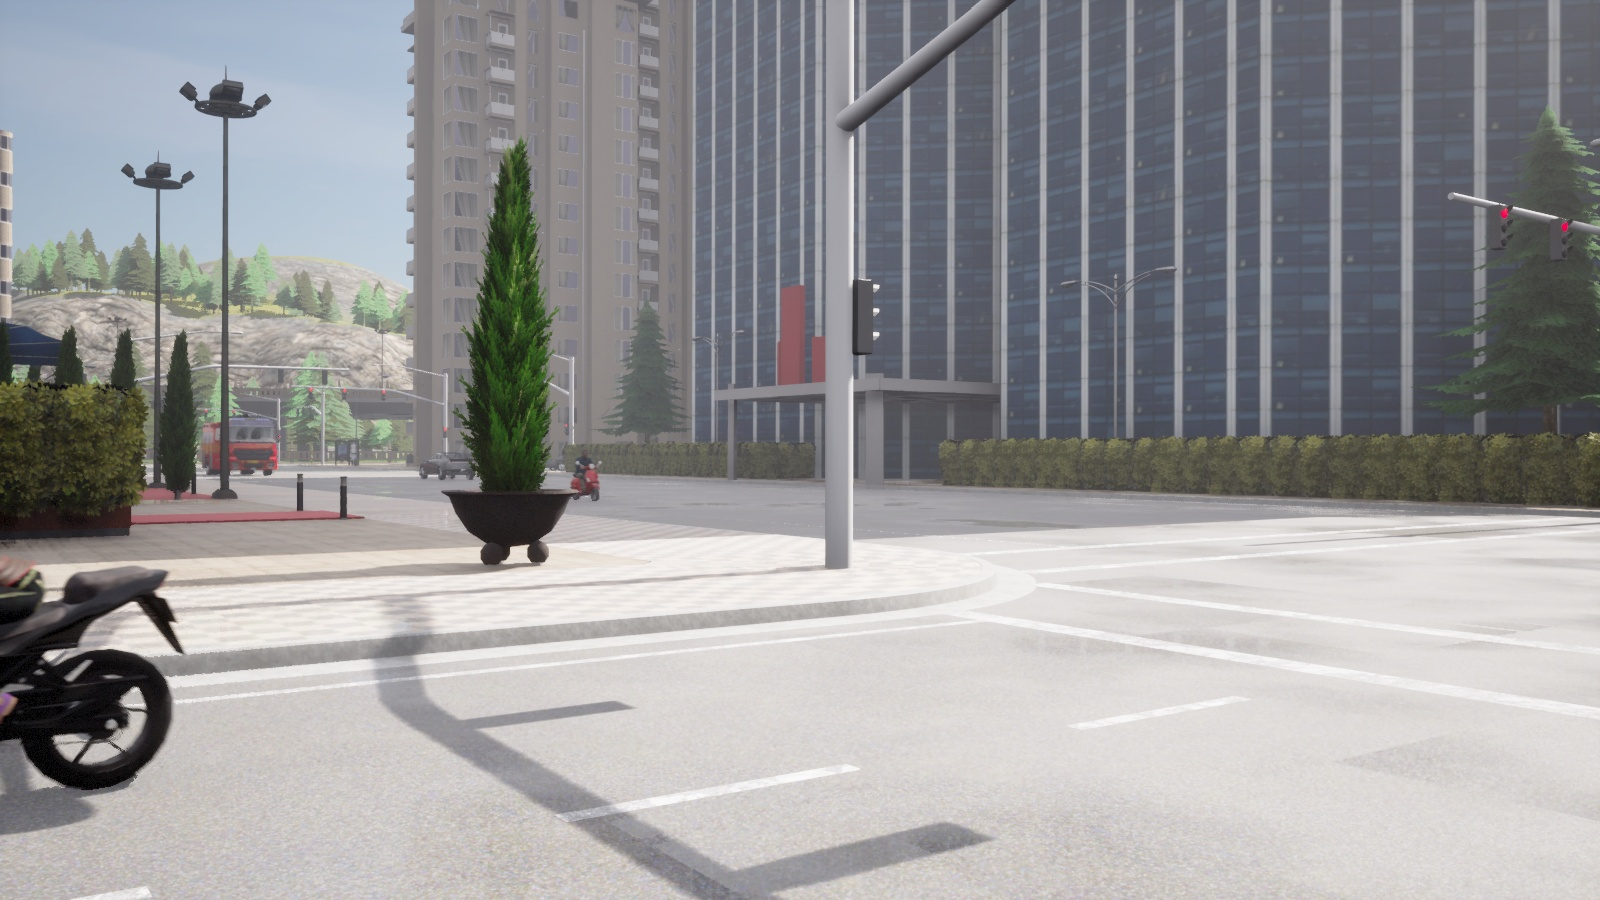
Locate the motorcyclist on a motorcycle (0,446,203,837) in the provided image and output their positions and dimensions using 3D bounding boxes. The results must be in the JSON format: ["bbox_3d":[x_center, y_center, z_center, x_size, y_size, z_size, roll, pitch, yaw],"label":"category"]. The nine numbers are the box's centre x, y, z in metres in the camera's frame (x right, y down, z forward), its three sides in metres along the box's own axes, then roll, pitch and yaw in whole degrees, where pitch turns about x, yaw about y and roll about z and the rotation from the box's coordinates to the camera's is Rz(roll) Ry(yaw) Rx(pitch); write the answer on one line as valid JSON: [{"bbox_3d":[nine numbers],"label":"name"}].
[{"bbox_3d":[-3.593,0.747,4.995,2.044,1.523,0.797,0,0,-45],"label":"motorcyclist on a motorcycle"}]

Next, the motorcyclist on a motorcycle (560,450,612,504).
[{"bbox_3d":[-6.550,0.806,38.420,0.866,1.590,1.817,0,0,-35],"label":"motorcyclist on a motorcycle"}]

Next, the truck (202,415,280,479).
[{"bbox_3d":[-35.327,-0.151,79.184,2.891,3.827,8.468,0,0,-35],"label":"truck"}]

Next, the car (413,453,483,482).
[{"bbox_3d":[-19.264,0.910,68.567,2.128,1.511,4.902,0,0,-35],"label":"car"}]
